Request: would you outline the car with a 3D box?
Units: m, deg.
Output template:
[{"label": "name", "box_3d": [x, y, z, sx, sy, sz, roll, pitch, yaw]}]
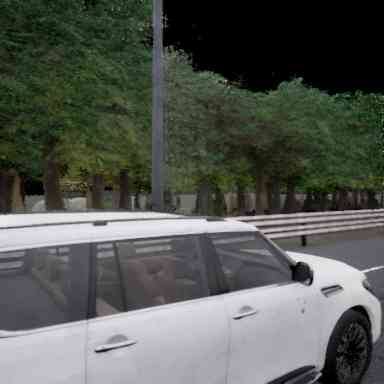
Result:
[{"label": "car", "box_3d": [-0.238, 1.222, 3.567, 5.566, 2.045, 2.150, 0, 0, -35]}]
